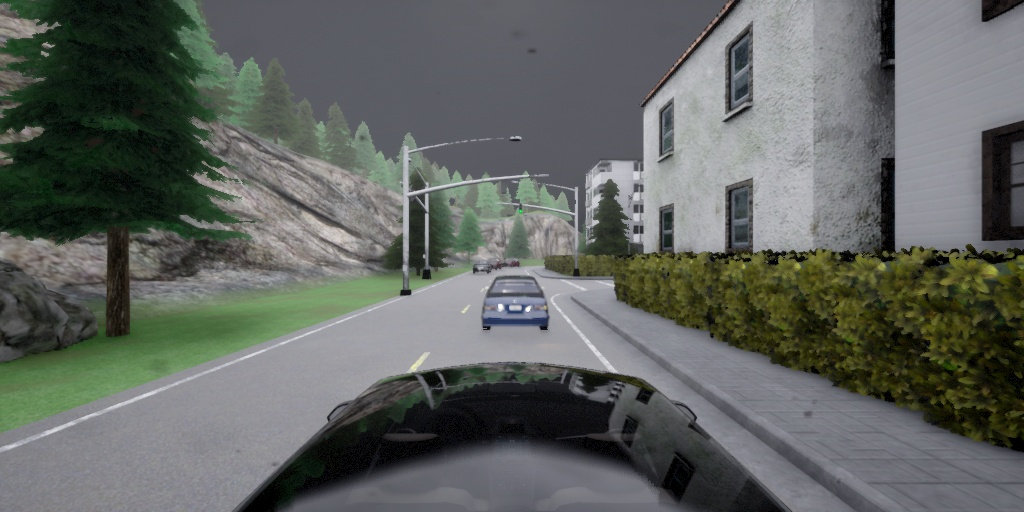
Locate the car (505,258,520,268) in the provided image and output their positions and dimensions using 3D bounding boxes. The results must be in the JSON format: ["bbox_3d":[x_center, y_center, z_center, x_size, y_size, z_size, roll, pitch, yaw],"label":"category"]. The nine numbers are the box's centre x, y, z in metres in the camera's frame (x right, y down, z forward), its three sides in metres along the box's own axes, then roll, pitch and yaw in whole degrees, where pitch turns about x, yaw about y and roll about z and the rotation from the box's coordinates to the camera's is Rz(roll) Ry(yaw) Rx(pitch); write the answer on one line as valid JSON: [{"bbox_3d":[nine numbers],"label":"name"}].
[{"bbox_3d":[-0.291,1.123,61.088,2.097,1.767,4.553,0,0,25],"label":"car"}]

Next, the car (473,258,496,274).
[{"bbox_3d":[-3.432,1.255,41.906,2.128,1.511,4.902,0,0,2],"label":"car"}]

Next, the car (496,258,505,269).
[{"bbox_3d":[-2.863,1.118,51.768,2.097,1.767,4.553,0,0,9],"label":"car"}]

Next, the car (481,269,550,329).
[{"bbox_3d":[0.094,1.301,11.180,2.033,1.411,5.357,0,0,0],"label":"car"}]
